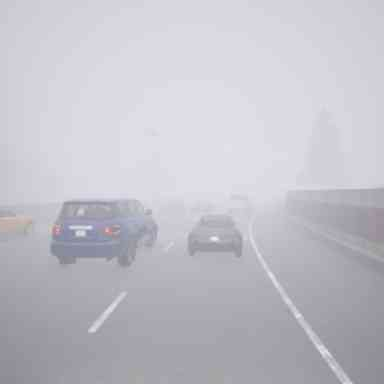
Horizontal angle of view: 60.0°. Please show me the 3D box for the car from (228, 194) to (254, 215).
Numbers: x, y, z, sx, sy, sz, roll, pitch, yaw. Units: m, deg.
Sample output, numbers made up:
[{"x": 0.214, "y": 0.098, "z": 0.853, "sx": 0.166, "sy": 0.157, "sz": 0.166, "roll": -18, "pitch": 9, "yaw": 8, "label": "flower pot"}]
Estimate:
[{"x": 5.171, "y": 1.210, "z": 34.766, "sx": 2.150, "sy": 2.045, "sz": 5.566, "roll": 0, "pitch": 0, "yaw": 16, "label": "car"}]

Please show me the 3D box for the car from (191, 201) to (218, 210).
[{"x": 1.378, "y": 1.578, "z": 34.193, "sx": 1.895, "sy": 1.301, "sz": 4.718, "roll": 0, "pitch": 0, "yaw": 15, "label": "car"}]

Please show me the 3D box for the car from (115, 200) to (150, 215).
[{"x": -5.945, "y": 1.519, "z": 33.745, "sx": 1.994, "sy": 1.385, "sz": 4.181, "roll": 0, "pitch": 0, "yaw": 14, "label": "car"}]

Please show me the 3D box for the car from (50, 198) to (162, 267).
[{"x": -2.741, "y": 1.204, "z": 11.611, "sx": 2.150, "sy": 2.045, "sz": 5.566, "roll": 0, "pitch": 0, "yaw": 5, "label": "car"}]

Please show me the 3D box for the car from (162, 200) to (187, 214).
[{"x": -1.912, "y": 1.531, "z": 35.261, "sx": 1.994, "sy": 1.385, "sz": 4.181, "roll": 0, "pitch": 0, "yaw": 15, "label": "car"}]

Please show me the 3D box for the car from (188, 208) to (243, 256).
[{"x": 0.971, "y": 1.556, "z": 13.246, "sx": 1.994, "sy": 1.385, "sz": 4.181, "roll": 0, "pitch": 0, "yaw": 6, "label": "car"}]

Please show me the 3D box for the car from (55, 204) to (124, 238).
[{"x": -5.440, "y": 1.495, "z": 18.337, "sx": 1.812, "sy": 1.442, "sz": 4.674, "roll": 0, "pitch": 0, "yaw": 8, "label": "car"}]

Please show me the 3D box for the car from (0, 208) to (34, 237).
[{"x": -9.347, "y": 1.437, "z": 15.409, "sx": 1.882, "sy": 1.535, "sz": 5.008, "roll": 0, "pitch": 0, "yaw": 6, "label": "car"}]
